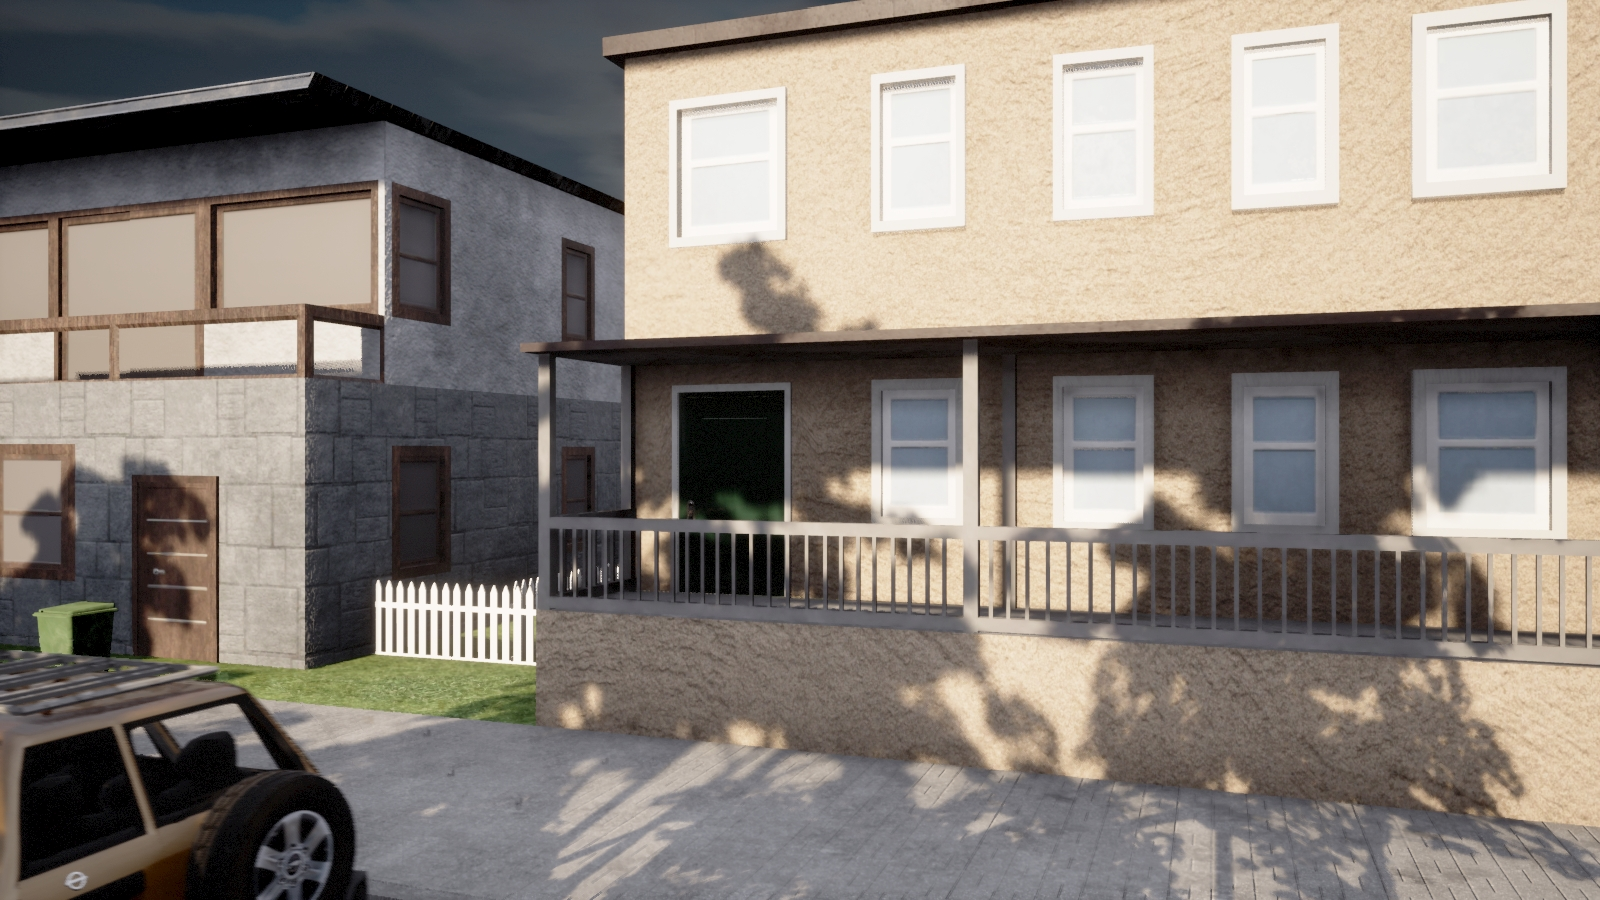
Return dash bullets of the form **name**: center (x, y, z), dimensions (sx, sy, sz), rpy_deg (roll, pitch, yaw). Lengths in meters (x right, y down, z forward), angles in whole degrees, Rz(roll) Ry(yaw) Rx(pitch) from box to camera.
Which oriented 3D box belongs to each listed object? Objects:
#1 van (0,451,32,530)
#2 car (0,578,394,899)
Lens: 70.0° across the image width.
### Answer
- **van**: center (-27.753, 1.329, 35.973), dimensions (1.988, 2.561, 5.915), rpy_deg (0, 0, 20)
- **car**: center (-4.453, 1.645, 5.392), dimensions (4.605, 1.855, 1.932), rpy_deg (0, 0, 20)
